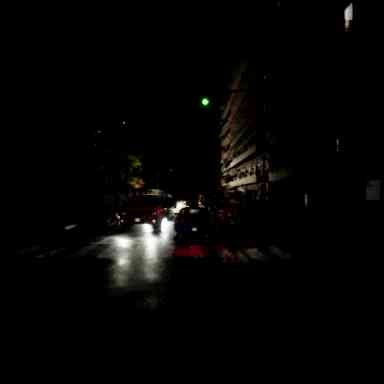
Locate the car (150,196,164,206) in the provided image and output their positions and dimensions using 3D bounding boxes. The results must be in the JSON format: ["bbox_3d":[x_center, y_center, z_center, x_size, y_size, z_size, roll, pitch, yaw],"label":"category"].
[{"bbox_3d":[-5.676,1.449,54.417,1.967,1.590,4.097,0,0,0],"label":"car"}]

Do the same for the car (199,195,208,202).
[{"bbox_3d":[2.709,1.476,76.934,1.967,1.590,4.097,0,0,0],"label":"car"}]

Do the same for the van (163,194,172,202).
[{"bbox_3d":[-5.671,1.377,76.936,1.690,1.788,3.998,0,0,0],"label":"van"}]

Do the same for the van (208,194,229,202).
[{"bbox_3d":[2.700,1.336,31.894,1.690,1.788,3.998,0,0,0],"label":"van"}]

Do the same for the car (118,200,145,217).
[{"bbox_3d":[-5.681,1.520,31.726,1.752,1.417,4.829,0,0,0],"label":"car"}]

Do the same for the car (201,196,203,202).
[{"bbox_3d":[2.702,1.555,48.784,2.008,1.369,4.403,0,0,0],"label":"car"}]

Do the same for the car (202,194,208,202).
[{"bbox_3d":[2.702,1.441,43.154,1.967,1.590,4.097,0,0,0],"label":"car"}]

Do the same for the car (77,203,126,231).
[{"bbox_3d":[-5.683,1.560,20.635,1.947,1.339,4.313,0,0,0],"label":"car"}]

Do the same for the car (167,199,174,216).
[{"bbox_3d":[-3.072,1.596,31.725,1.895,1.301,4.718,0,0,0],"label":"car"}]

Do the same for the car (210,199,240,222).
[{"bbox_3d":[2.698,1.539,26.263,1.887,1.381,4.507,0,0,0],"label":"car"}]

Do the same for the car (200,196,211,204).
[{"bbox_3d":[2.706,1.571,65.675,2.008,1.369,4.403,0,0,0],"label":"car"}]

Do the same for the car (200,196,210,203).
[{"bbox_3d":[2.707,1.572,71.305,1.887,1.381,4.507,0,0,0],"label":"car"}]

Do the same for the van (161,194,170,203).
[{"bbox_3d":[-5.673,1.368,71.307,1.690,1.788,3.998,0,0,0],"label":"van"}]

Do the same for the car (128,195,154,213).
[{"bbox_3d":[-5.680,1.312,37.526,2.192,1.841,5.009,0,0,0],"label":"car"}]

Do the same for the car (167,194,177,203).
[{"bbox_3d":[-3.052,1.480,45.676,1.882,1.535,5.008,0,0,0],"label":"car"}]

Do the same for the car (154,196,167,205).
[{"bbox_3d":[-5.675,1.454,60.046,1.967,1.590,4.097,0,0,0],"label":"car"}]

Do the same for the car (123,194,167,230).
[{"bbox_3d":[-3.084,1.215,21.445,2.150,2.045,5.566,0,0,-1],"label":"car"}]

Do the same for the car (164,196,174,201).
[{"bbox_3d":[-5.671,1.596,82.566,2.008,1.369,4.403,0,0,0],"label":"car"}]

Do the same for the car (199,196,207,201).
[{"bbox_3d":[2.709,1.628,82.565,1.802,1.307,4.206,0,0,0],"label":"car"}]

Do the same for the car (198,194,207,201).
[{"bbox_3d":[2.711,1.372,88.195,2.192,1.841,5.009,0,0,0],"label":"car"}]

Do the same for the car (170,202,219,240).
[{"bbox_3d":[0.103,1.472,16.916,1.882,1.535,5.008,0,0,0],"label":"car"}]

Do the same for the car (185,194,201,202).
[{"bbox_3d":[0.010,1.482,49.350,1.882,1.535,5.008,0,0,0],"label":"car"}]
